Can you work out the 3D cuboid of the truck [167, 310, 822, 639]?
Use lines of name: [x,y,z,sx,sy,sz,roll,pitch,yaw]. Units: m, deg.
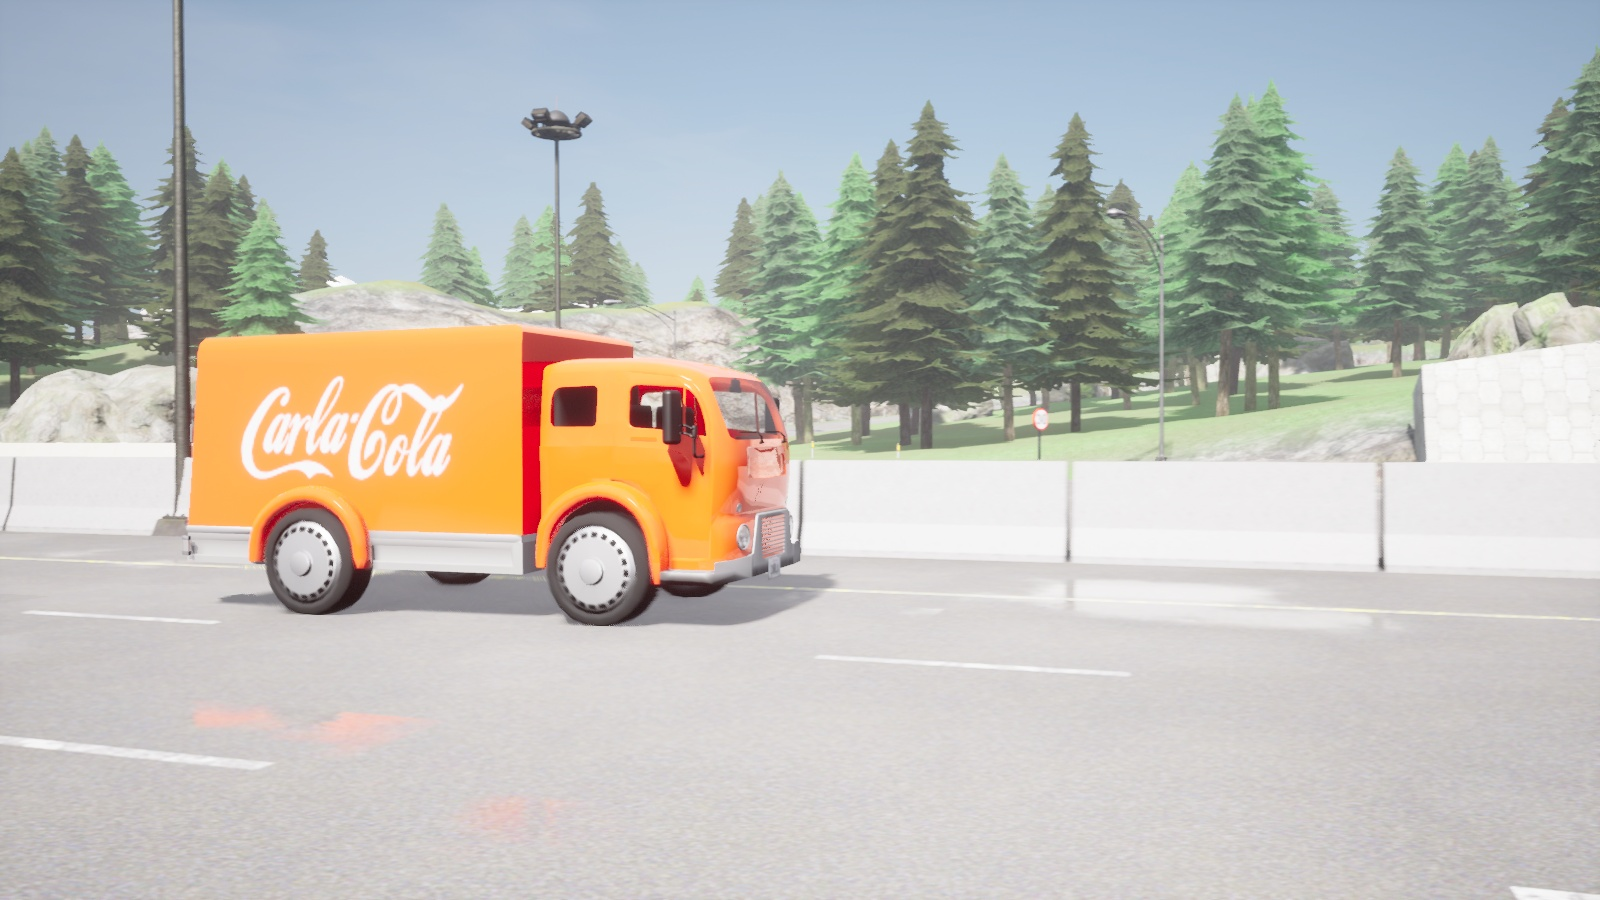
truck: [-2.684,0.146,11.474,5.204,2.467,2.627,1,1,19]
